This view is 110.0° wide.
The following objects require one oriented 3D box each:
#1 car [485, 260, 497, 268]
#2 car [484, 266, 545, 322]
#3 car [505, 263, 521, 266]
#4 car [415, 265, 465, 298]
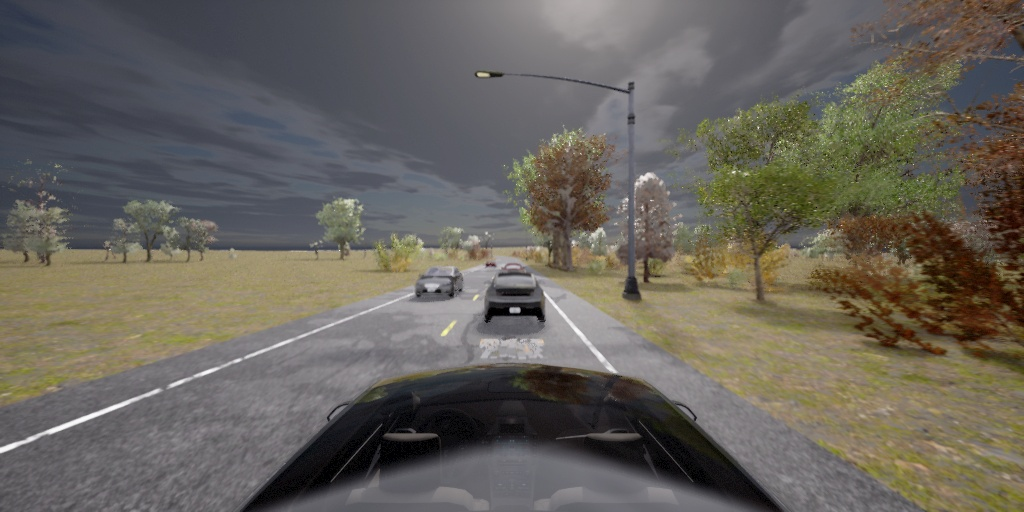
[{"bbox_3d":[-3.541,1.352,60.907,1.895,1.301,4.718,0,0,1],"label":"car"},{"bbox_3d":[0.090,1.266,12.413,1.837,1.490,4.892,0,0,0],"label":"car"},{"bbox_3d":[0.096,1.291,28.959,1.812,1.442,4.674,0,0,0],"label":"car"},{"bbox_3d":[-3.600,1.255,18.507,2.128,1.511,4.902,0,0,0],"label":"car"}]
